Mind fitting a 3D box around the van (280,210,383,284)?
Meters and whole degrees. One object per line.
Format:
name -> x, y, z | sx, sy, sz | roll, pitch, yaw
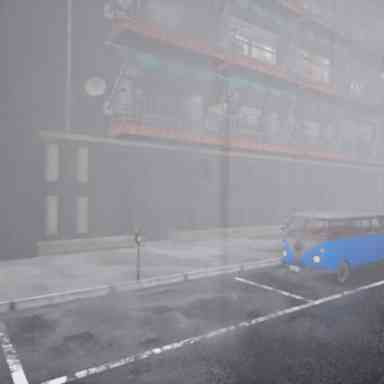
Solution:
van -> 4.310, 1.434, 9.633 | 3.998, 1.788, 1.690 | 1, 0, -36
